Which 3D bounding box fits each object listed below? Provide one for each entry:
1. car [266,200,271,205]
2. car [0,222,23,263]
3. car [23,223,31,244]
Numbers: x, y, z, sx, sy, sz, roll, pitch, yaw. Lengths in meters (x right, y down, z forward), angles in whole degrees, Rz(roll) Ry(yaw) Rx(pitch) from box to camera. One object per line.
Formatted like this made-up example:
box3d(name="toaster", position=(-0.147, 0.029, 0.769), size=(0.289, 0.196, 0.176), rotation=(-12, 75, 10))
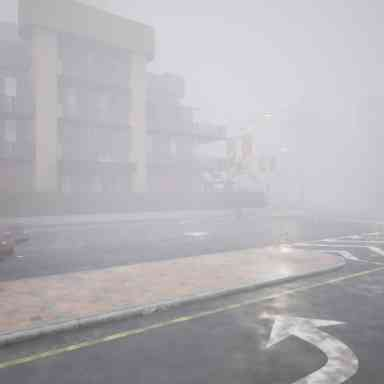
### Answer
box3d(name="car", position=(10.668, 1.491, 54.275), size=(2.128, 1.511, 4.902), rotation=(0, 0, -34))
box3d(name="car", position=(-7.241, 1.526, 8.723), size=(4.674, 1.442, 1.812), rotation=(0, 0, -34))
box3d(name="car", position=(-8.789, 1.547, 11.904), size=(5.357, 1.411, 2.033), rotation=(0, 0, -34))
